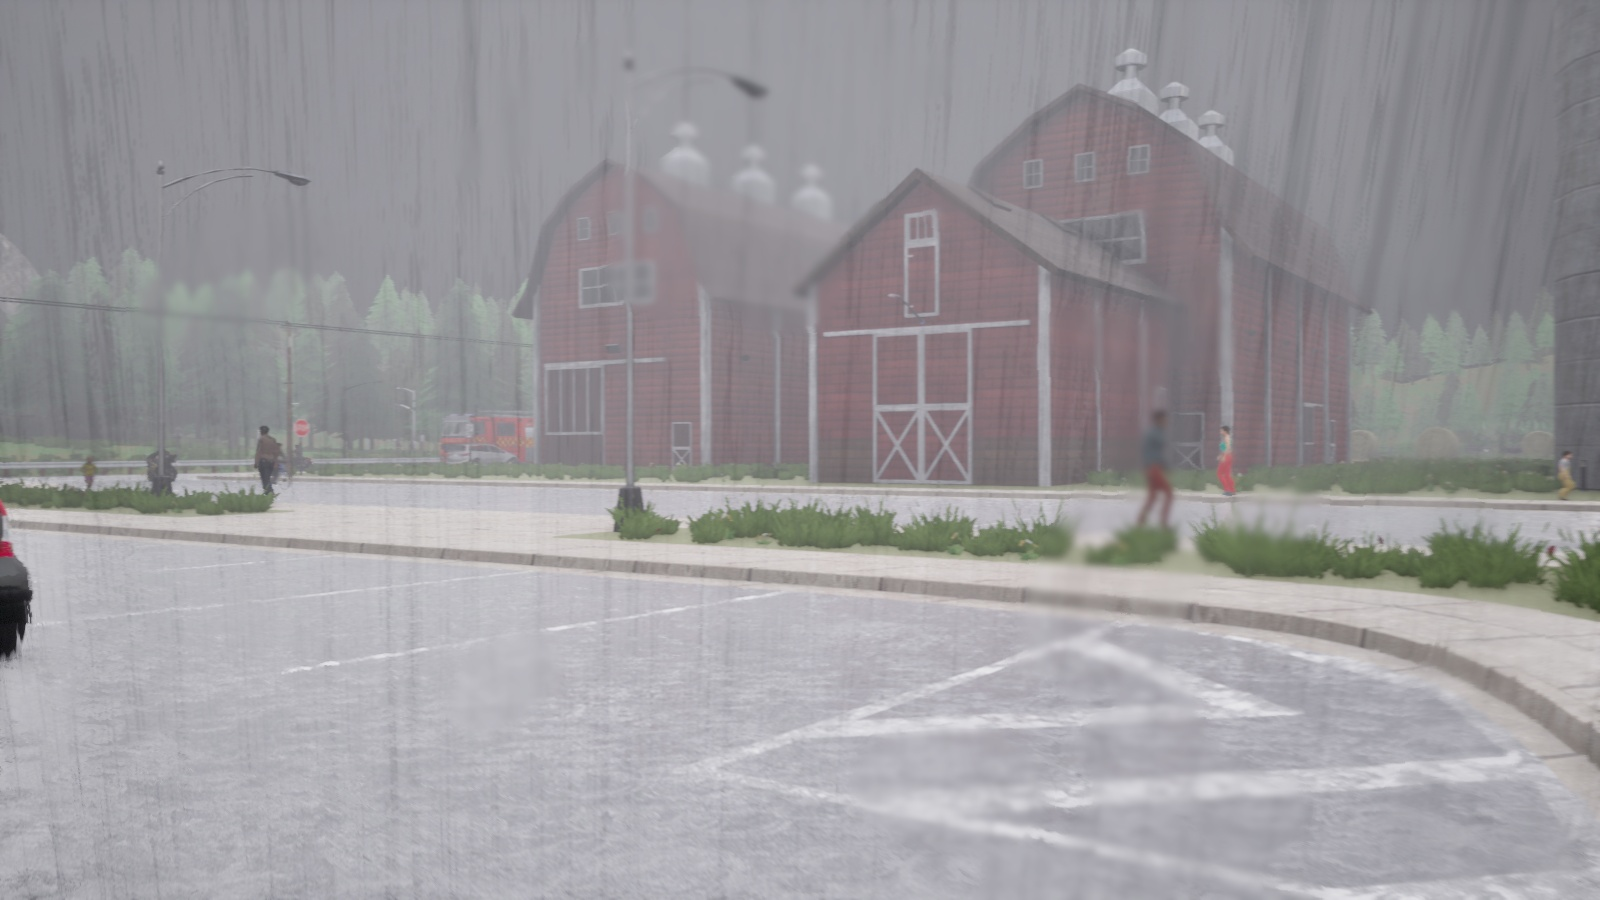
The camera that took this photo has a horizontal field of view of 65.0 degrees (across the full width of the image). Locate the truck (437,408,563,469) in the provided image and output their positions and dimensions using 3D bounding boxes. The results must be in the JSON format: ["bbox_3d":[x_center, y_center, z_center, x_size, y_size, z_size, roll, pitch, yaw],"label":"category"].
[{"bbox_3d":[-19.895,-0.744,83.875,2.891,3.827,8.468,0,0,34],"label":"truck"}]

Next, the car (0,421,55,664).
[{"bbox_3d":[-7.273,0.611,9.028,3.988,1.617,1.851,0,0,36],"label":"car"}]

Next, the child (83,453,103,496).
[{"bbox_3d":[-19.289,0.652,34.272,0.473,1.160,0.299,0,0,34],"label":"child"}]

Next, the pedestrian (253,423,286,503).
[{"bbox_3d":[-12.140,0.292,28.731,0.869,1.805,0.328,0,0,41],"label":"pedestrian"}]

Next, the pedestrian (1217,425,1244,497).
[{"bbox_3d":[11.048,0.272,32.244,0.594,1.836,0.345,0,0,33],"label":"pedestrian"}]

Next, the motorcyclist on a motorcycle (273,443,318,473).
[{"bbox_3d":[-28.591,0.423,71.221,0.766,1.649,2.350,0,0,34],"label":"motorcyclist on a motorcycle"}]

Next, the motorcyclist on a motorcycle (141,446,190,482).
[{"bbox_3d":[-26.868,0.579,53.171,2.191,1.530,0.866,0,0,33],"label":"motorcyclist on a motorcycle"}]

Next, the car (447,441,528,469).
[{"bbox_3d":[-19.459,0.287,78.333,2.242,1.667,4.611,0,0,34],"label":"car"}]

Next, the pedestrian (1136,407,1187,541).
[{"bbox_3d":[5.094,0.331,17.680,0.614,1.847,0.353,0,0,33],"label":"pedestrian"}]

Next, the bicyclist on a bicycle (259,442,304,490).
[{"bbox_3d":[-17.726,0.535,42.929,1.656,1.620,0.582,1,0,33],"label":"bicyclist on a bicycle"}]

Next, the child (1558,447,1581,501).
[{"bbox_3d":[18.036,0.561,29.439,0.437,1.263,0.270,0,0,37],"label":"child"}]
